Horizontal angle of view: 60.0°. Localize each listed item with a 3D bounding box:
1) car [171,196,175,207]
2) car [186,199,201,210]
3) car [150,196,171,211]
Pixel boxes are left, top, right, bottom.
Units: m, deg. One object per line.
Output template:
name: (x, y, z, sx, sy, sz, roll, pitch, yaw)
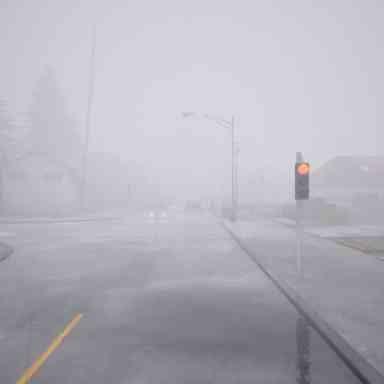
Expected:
car: (-4.049, 1.526, 50.785, 1.812, 1.442, 4.674, 0, 0, 0)
car: (0.149, 1.601, 43.403, 1.895, 1.301, 4.718, 0, 0, 0)
car: (-4.062, 1.505, 41.574, 1.837, 1.490, 4.892, 0, 0, 0)
